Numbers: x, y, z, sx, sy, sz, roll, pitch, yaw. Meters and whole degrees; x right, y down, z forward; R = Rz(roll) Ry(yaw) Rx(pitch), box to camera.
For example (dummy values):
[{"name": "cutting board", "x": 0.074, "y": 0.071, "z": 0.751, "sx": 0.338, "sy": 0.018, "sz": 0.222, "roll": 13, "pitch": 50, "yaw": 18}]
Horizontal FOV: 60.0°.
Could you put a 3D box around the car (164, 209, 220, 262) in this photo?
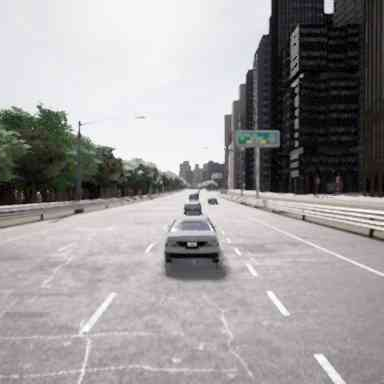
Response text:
[{"name": "car", "x": 0.004, "y": 1.592, "z": 12.286, "sx": 2.033, "sy": 1.411, "sz": 5.357, "roll": 0, "pitch": 0, "yaw": 0}]

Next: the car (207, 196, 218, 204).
[{"name": "car", "x": 3.967, "y": 1.573, "z": 65.123, "sx": 2.128, "sy": 1.511, "sz": 4.902, "roll": 0, "pitch": 0, "yaw": 1}]

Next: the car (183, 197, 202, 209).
[{"name": "car", "x": 0.098, "y": 1.589, "z": 36.293, "sx": 2.128, "sy": 1.511, "sz": 4.902, "roll": 0, "pitch": 0, "yaw": 0}]

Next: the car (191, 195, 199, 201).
[{"name": "car", "x": 0.717, "y": 1.508, "z": 88.720, "sx": 2.033, "sy": 1.411, "sz": 5.357, "roll": 0, "pitch": 0, "yaw": 1}]

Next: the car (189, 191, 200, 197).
[{"name": "car", "x": 0.413, "y": 1.295, "z": 68.865, "sx": 2.150, "sy": 2.045, "sz": 5.566, "roll": 0, "pitch": 0, "yaw": 1}]
